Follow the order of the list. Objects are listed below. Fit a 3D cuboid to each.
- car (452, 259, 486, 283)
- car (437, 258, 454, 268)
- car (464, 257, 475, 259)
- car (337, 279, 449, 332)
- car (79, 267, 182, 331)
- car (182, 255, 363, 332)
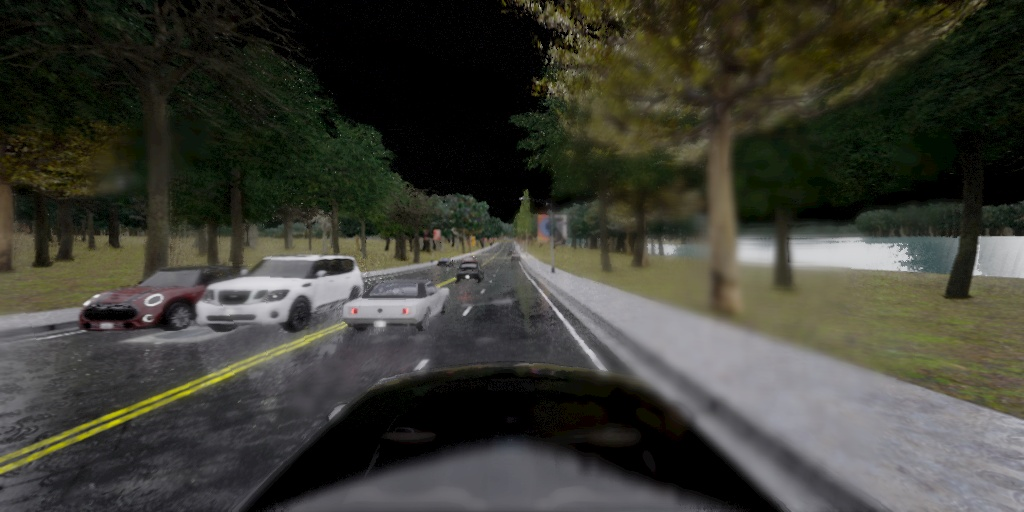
[{"bbox_3d":[-3.160,1.221,27.847,1.837,1.490,4.892,0,0,0],"label":"car"},{"bbox_3d":[-9.820,0.943,53.344,2.033,1.411,5.357,0,1,1],"label":"car"},{"bbox_3d":[-6.570,0.846,54.709,1.882,1.535,5.008,0,1,0],"label":"car"},{"bbox_3d":[-3.154,1.356,10.869,1.895,1.301,4.718,0,0,0],"label":"car"},{"bbox_3d":[-9.852,1.106,10.967,2.097,1.767,4.553,0,0,0],"label":"car"},{"bbox_3d":[-6.603,0.975,11.185,2.150,2.045,5.566,0,0,0],"label":"car"}]
